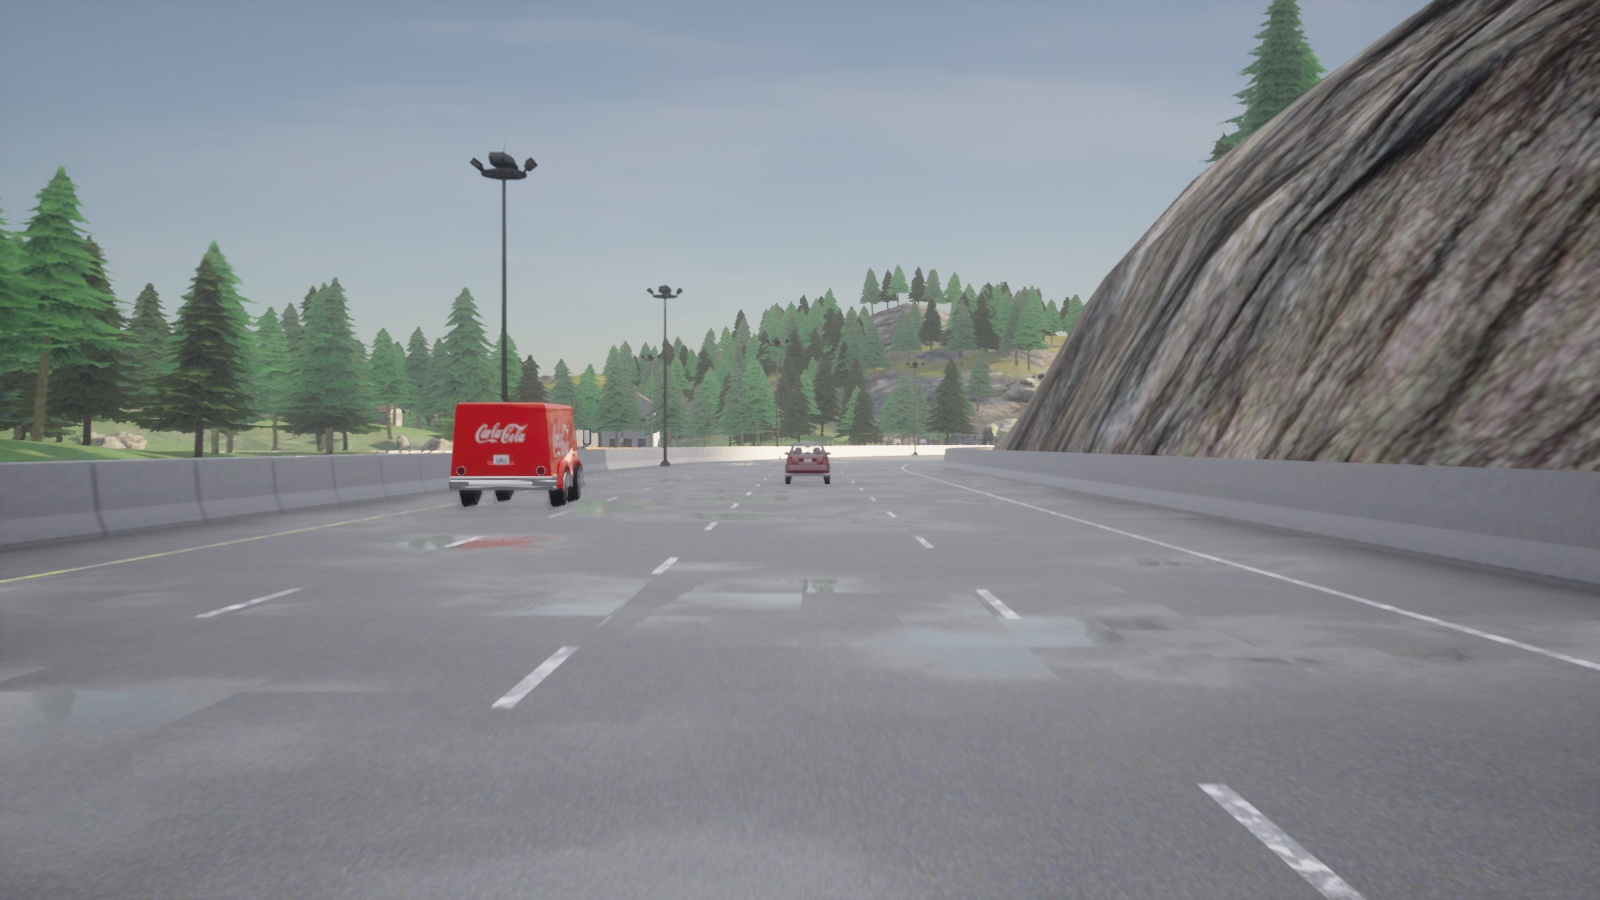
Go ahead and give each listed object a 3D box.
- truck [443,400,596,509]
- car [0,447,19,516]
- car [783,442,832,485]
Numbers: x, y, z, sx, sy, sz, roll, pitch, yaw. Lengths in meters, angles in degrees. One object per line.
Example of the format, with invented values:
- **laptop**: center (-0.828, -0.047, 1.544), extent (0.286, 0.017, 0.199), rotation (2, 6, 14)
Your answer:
- **truck**: center (-6.808, 0.092, 31.209), extent (2.627, 2.467, 5.204), rotation (0, 0, 0)
- **car**: center (-17.352, 0.656, 23.572), extent (2.033, 1.411, 5.357), rotation (0, 0, 0)
- **car**: center (0.284, 0.478, 47.607), extent (1.789, 1.549, 3.705), rotation (0, 0, 0)
